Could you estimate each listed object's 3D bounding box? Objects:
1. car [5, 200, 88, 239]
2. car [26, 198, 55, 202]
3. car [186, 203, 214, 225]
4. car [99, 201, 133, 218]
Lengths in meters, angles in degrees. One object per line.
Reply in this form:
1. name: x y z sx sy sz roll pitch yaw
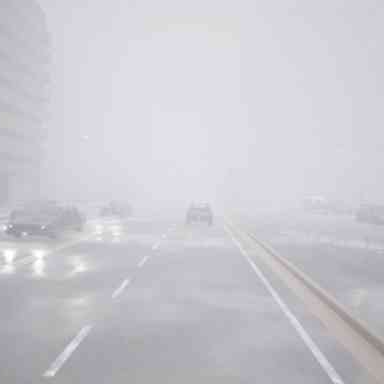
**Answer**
1. car: -6.740 1.336 16.229 2.033 1.411 5.357 2 0 1
2. car: -10.086 1.186 22.024 1.837 1.490 4.892 2 0 2
3. car: 0.572 1.550 24.820 2.128 1.511 4.902 2 0 1
4. car: -6.408 1.414 28.474 1.895 1.301 4.718 2 0 2
